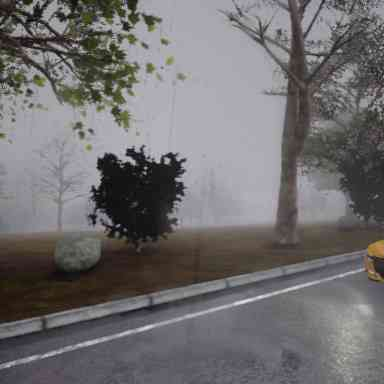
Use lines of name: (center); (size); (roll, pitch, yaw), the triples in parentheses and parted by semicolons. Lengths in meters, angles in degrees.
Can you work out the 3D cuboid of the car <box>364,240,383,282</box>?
car: (6.416, 1.448, 8.557); (5.008, 1.535, 1.882); (-1, 0, -35)
